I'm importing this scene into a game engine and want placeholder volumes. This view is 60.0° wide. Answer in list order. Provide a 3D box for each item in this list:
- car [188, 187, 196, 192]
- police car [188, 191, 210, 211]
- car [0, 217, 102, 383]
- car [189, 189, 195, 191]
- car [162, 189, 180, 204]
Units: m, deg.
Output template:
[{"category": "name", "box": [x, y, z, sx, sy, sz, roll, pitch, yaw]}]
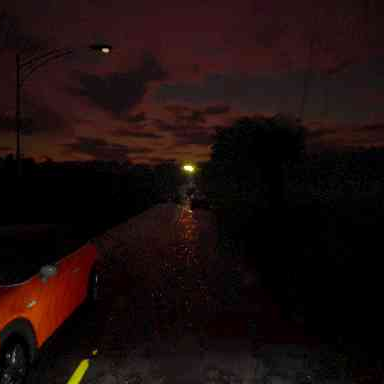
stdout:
[{"category": "car", "box": [0.805, 0.612, 50.546, 2.097, 1.767, 4.553, 0, 1, 0]}, {"category": "police car", "box": [0.812, 1.019, 34.689, 1.930, 1.638, 5.238, 0, 1, 0]}, {"category": "car", "box": [-2.852, 1.313, 4.783, 2.097, 1.767, 4.553, 0, 0, 0]}, {"category": "car", "box": [0.808, 0.848, 44.768, 1.801, 1.575, 5.366, 0, 1, 0]}, {"category": "car", "box": [-2.854, 0.582, 46.102, 2.150, 2.045, 5.566, 0, 1, 0]}]
